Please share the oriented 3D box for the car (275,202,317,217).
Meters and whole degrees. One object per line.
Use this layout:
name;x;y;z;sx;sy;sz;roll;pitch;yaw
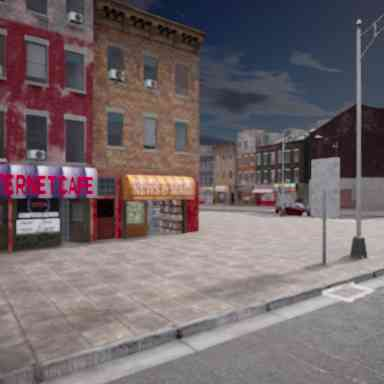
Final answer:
car;10.045;1.653;31.769;1.887;1.381;4.507;-1;0;-36
